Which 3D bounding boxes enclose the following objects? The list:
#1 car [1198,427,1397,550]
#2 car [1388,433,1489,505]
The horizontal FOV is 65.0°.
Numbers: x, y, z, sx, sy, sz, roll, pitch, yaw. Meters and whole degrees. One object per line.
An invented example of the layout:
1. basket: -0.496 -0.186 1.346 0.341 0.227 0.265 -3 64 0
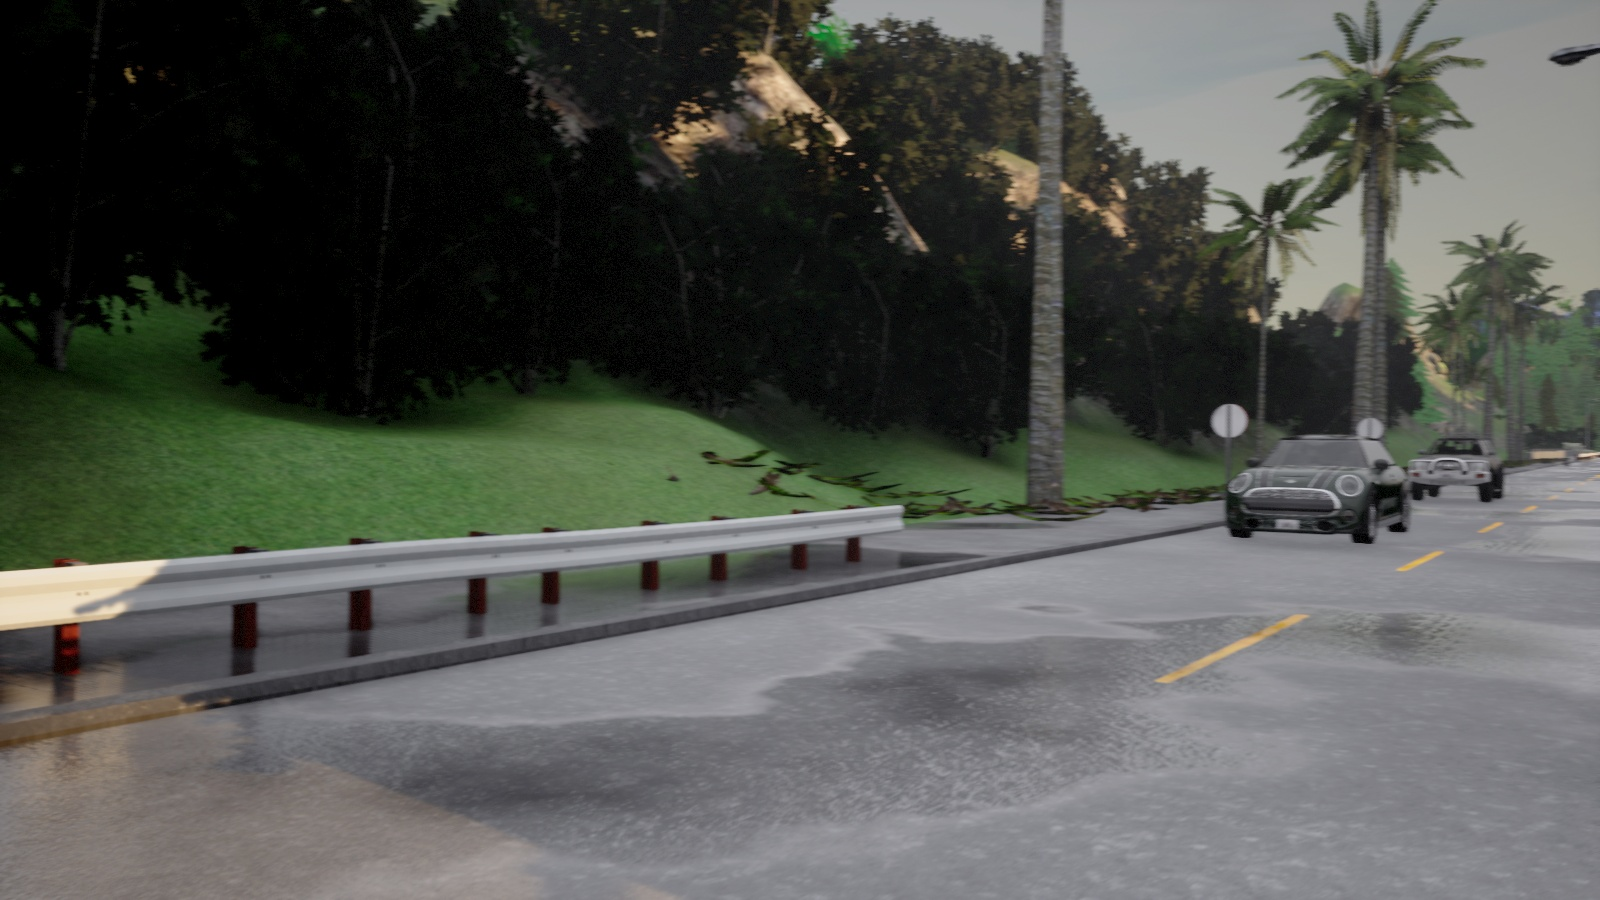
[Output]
1. car: 8.238 0.537 20.544 2.097 1.767 4.553 1 0 34
2. car: 17.720 0.479 34.737 1.932 1.855 4.605 1 0 34
